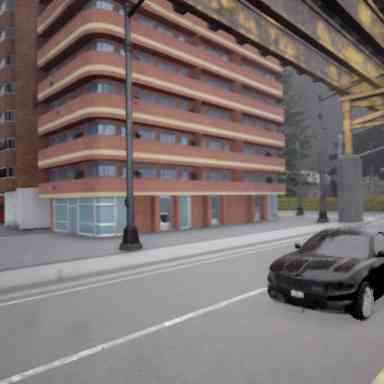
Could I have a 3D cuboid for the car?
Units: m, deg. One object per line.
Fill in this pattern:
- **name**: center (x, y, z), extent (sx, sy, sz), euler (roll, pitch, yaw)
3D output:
- **car**: center (3.710, 1.603, 7.882), extent (5.008, 1.535, 1.882), euler (0, -1, -44)
